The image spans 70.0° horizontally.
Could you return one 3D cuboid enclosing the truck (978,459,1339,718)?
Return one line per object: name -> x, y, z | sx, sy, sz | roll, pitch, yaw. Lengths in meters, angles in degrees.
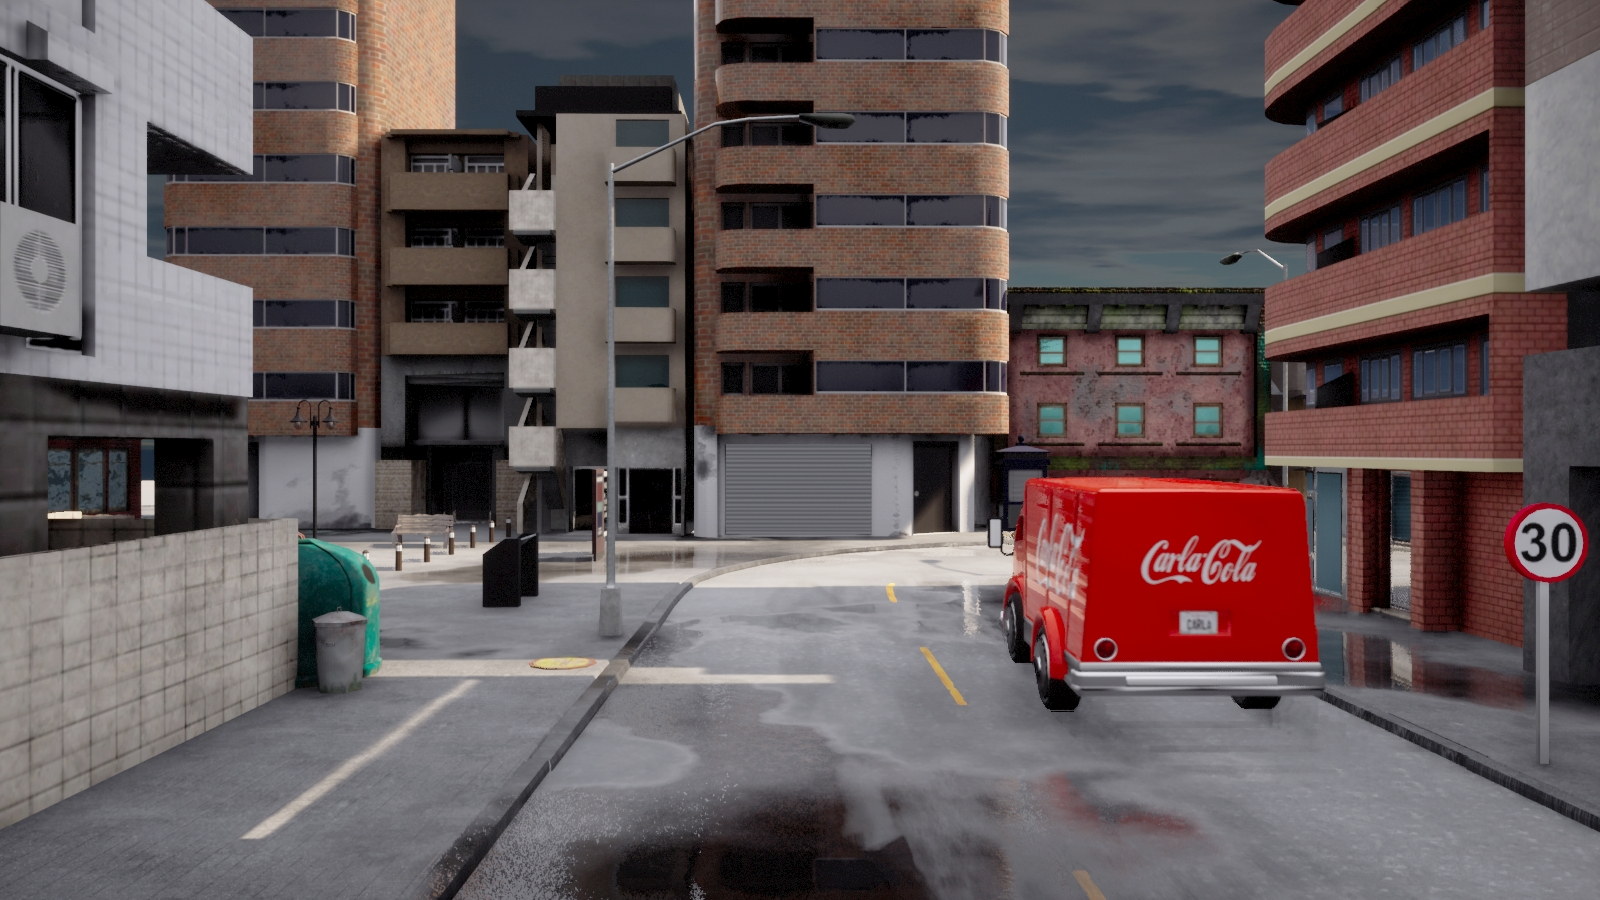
truck -> 3.857, 1.352, 13.595 | 2.627, 2.467, 5.204 | 0, 0, 0
